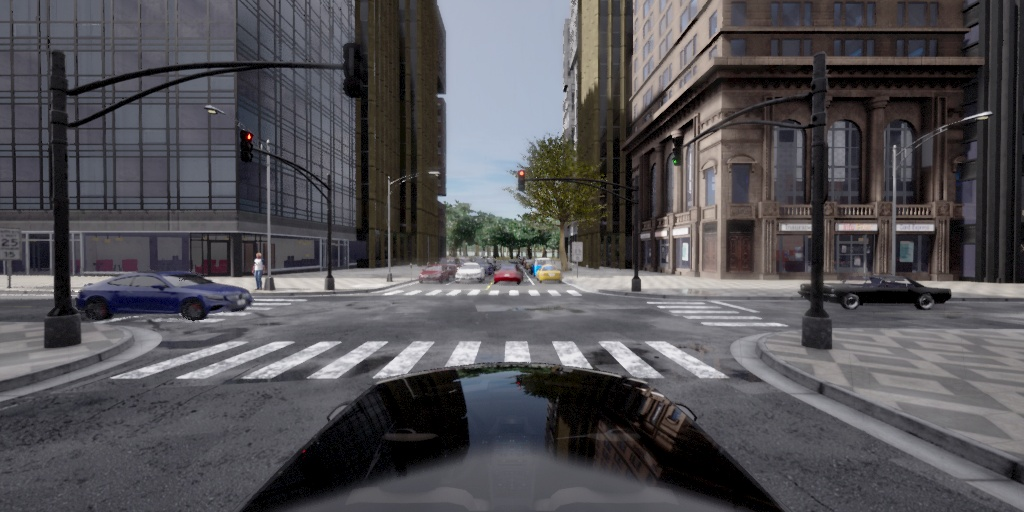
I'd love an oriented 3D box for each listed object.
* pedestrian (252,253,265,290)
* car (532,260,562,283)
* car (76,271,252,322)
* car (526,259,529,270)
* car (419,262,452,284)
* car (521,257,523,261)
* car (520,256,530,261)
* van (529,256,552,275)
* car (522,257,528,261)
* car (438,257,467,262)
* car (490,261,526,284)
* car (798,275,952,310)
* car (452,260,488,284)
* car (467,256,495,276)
[{"bbox_3d":[-12.521,0.742,17.756,0.375,1.860,0.375,0,0,0],"label":"pedestrian"},{"bbox_3d":[2.765,1.255,27.104,1.751,1.417,4.829,0,0,0],"label":"car"},{"bbox_3d":[-11.039,1.211,11.528,4.674,1.442,1.812,0,1,0],"label":"car"},{"bbox_3d":[2.767,1.277,38.294,1.948,1.339,4.313,0,0,0],"label":"car"},{"bbox_3d":[-5.760,1.312,26.926,1.802,1.307,4.207,0,0,0],"label":"car"},{"bbox_3d":[2.769,1.215,55.332,1.888,1.381,4.507,0,0,0],"label":"car"},{"bbox_3d":[2.769,1.205,61.011,2.007,1.370,4.403,0,0,0],"label":"car"},{"bbox_3d":[2.766,1.062,32.614,1.690,1.789,3.998,0,0,0],"label":"van"},{"bbox_3d":[2.768,1.210,49.823,1.751,1.417,4.829,0,0,0],"label":"car"},{"bbox_3d":[-5.759,1.036,32.607,2.192,1.841,5.009,0,0,0],"label":"car"},{"bbox_3d":[-0.215,1.294,26.789,1.994,1.385,4.181,0,0,4],"label":"car"},{"bbox_3d":[14.711,1.444,14.777,4.718,1.301,1.895,0,1,0],"label":"car"},{"bbox_3d":[-3.094,1.255,27.170,1.812,1.442,4.674,0,0,0],"label":"car"},{"bbox_3d":[-3.094,1.067,36.050,2.097,1.767,4.553,0,0,0],"label":"car"}]
